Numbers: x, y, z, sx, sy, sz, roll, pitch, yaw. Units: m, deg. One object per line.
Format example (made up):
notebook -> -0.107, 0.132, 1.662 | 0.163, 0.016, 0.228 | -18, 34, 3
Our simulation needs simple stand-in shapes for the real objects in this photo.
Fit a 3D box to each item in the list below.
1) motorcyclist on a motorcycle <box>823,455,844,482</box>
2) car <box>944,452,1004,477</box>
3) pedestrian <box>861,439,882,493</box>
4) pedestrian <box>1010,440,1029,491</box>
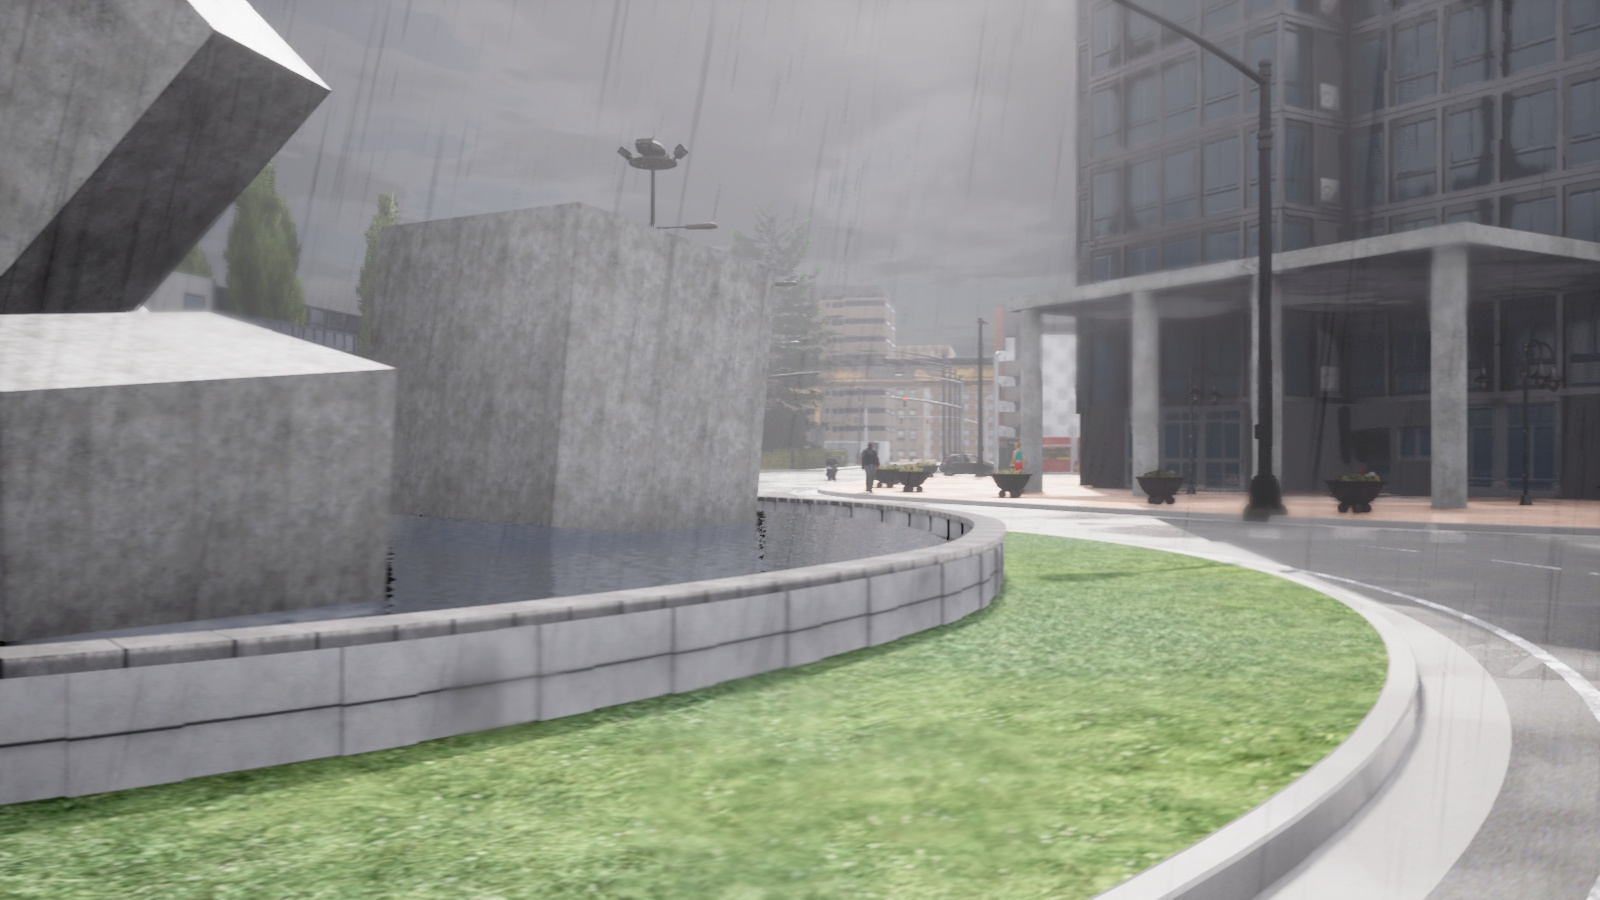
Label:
motorcyclist on a motorcycle -> 1.954, 1.054, 73.038 | 0.866, 1.530, 2.191 | 0, 0, 10
car -> 11.949, 0.990, 85.951 | 3.988, 1.617, 1.851 | 0, 0, 10
pedestrian -> 2.515, 0.558, 44.045 | 0.563, 1.883, 0.849 | 0, 0, -9
pedestrian -> 7.918, 0.569, 45.310 | 0.345, 1.836, 0.594 | 0, 0, -34
